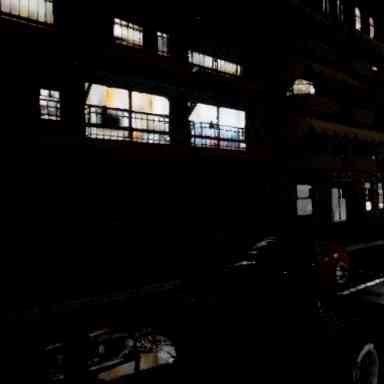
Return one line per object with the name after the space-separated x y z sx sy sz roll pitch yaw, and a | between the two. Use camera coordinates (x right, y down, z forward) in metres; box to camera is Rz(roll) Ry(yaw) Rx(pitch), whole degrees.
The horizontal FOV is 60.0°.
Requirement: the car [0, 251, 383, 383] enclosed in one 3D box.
0.338 1.692 3.601 4.718 1.301 1.895 0 -2 -37 | car

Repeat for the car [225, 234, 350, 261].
2.387 1.751 8.406 4.206 1.307 1.802 0 -2 -38 | car
